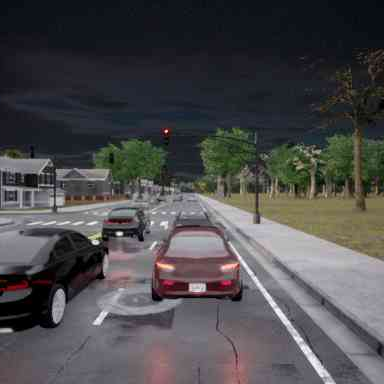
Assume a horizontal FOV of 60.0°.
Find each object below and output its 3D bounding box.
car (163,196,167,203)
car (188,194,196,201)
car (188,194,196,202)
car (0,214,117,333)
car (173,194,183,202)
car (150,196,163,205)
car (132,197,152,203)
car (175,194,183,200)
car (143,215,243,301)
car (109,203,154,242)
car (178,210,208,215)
[{"bbox_3d":[-6.497,1.518,70.813,1.994,1.385,4.181,0,0,0],"label":"car"},{"bbox_3d":[0.004,1.329,83.955,2.128,1.511,4.902,0,0,0],"label":"car"},{"bbox_3d":[0.003,1.551,73.981,1.895,1.301,4.718,0,0,0],"label":"car"},{"bbox_3d":[-3.152,1.477,6.977,1.882,1.535,5.008,0,0,0],"label":"car"},{"bbox_3d":[-3.247,1.495,73.535,2.033,1.411,5.357,0,0,0],"label":"car"},{"bbox_3d":[-6.586,1.466,56.245,2.128,1.511,4.902,0,1,0],"label":"car"},{"bbox_3d":[-6.596,1.591,42.019,1.895,1.301,4.718,0,0,0],"label":"car"},{"bbox_3d":[-3.246,1.328,83.956,1.812,1.442,4.674,0,0,0],"label":"car"},{"bbox_3d":[0.102,1.525,8.178,1.812,1.442,4.674,0,0,0],"label":"car"},{"bbox_3d":[-3.124,1.504,16.400,1.837,1.490,4.892,0,0,-2],"label":"car"},{"bbox_3d":[0.045,1.600,17.344,1.895,1.301,4.718,0,0,1],"label":"car"}]
